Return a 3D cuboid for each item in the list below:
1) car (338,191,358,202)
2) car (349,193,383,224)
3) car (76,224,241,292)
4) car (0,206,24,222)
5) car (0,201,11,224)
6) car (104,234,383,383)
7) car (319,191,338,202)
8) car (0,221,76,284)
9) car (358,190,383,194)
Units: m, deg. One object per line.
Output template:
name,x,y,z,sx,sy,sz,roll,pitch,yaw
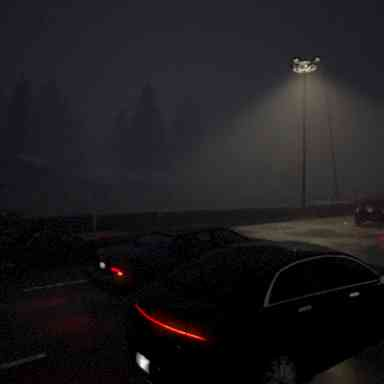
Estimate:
car,25.708,0.578,52.415,4.553,1.767,2.097,-2,1,-35
car,12.426,1.133,21.245,4.553,1.767,2.097,-1,1,-36
car,0.216,1.516,8.206,5.357,1.411,2.033,-1,0,-36
car,-11.387,1.503,17.366,4.892,1.490,1.837,0,0,-36
car,-15.470,1.490,23.052,4.902,1.511,2.128,0,0,-36
car,1.465,1.479,4.797,4.892,1.490,1.837,0,0,-36
car,22.872,0.601,54.702,4.553,1.767,2.097,-2,1,-35
car,-3.837,1.588,9.610,4.718,1.301,1.895,0,0,-36
car,27.084,0.723,49.105,5.008,1.535,1.882,-1,1,-35
